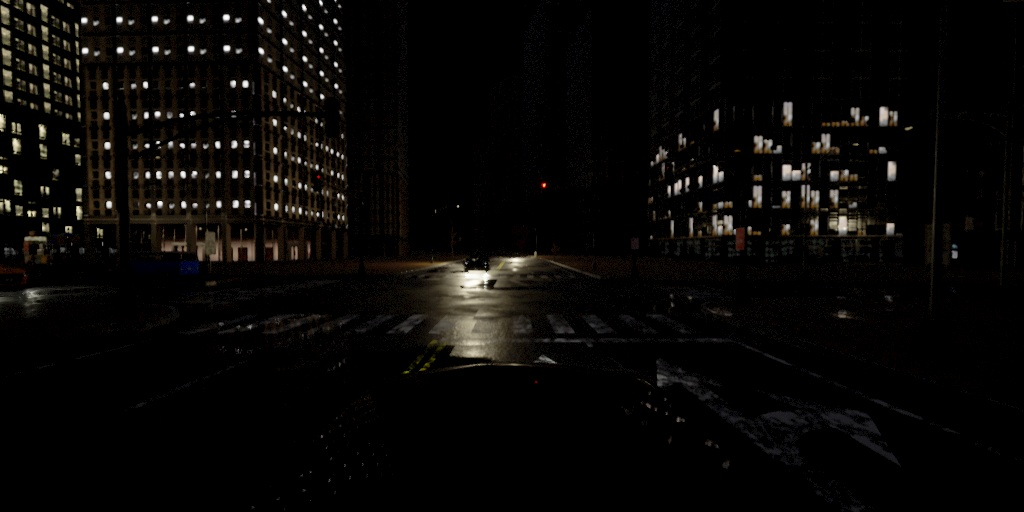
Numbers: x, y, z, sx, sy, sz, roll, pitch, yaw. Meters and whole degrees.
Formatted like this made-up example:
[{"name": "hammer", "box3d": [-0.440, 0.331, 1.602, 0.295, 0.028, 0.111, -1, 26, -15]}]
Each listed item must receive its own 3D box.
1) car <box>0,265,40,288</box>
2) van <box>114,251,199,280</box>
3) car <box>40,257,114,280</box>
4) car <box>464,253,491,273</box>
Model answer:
[{"name": "car", "box3d": [-26.570, 0.852, 17.284, 5.008, 1.535, 1.882, 0, 1, 2]}, {"name": "van", "box3d": [-22.551, 0.585, 23.088, 3.998, 1.789, 1.690, 0, 0, 2]}, {"name": "car", "box3d": [-28.089, 0.764, 23.162, 4.507, 1.381, 1.888, 0, 0, 2]}, {"name": "car", "box3d": [-3.098, 0.516, 32.795, 2.097, 1.767, 4.553, 0, 1, 0]}]
